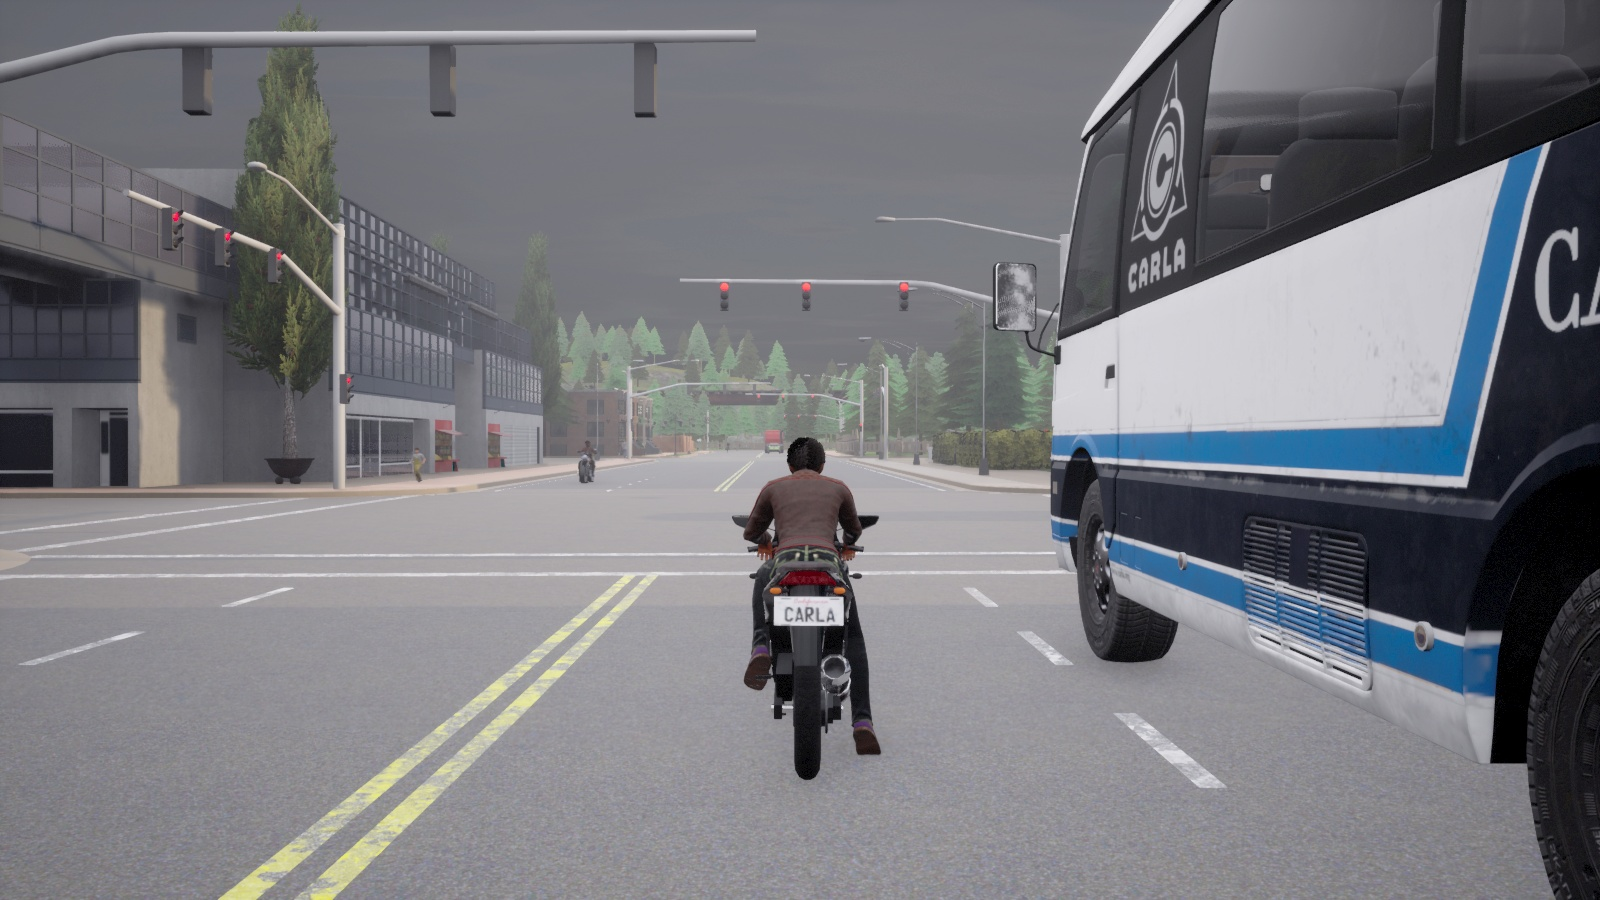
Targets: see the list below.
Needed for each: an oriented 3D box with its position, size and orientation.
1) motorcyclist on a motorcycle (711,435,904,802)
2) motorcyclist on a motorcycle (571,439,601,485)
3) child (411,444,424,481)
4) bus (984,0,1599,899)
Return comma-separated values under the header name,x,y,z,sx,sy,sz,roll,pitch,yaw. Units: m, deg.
name,x,y,z,sx,sy,sz,roll,pitch,yaw
motorcyclist on a motorcycle,0.030,0.693,6.236,0.797,1.523,2.044,0,0,0
motorcyclist on a motorcycle,-7.931,0.427,46.628,0.766,1.649,2.350,0,0,-1
child,-13.032,0.433,42.836,0.270,1.263,0.437,0,0,7
bus,3.533,-0.659,5.564,3.944,4.253,10.273,0,0,0
